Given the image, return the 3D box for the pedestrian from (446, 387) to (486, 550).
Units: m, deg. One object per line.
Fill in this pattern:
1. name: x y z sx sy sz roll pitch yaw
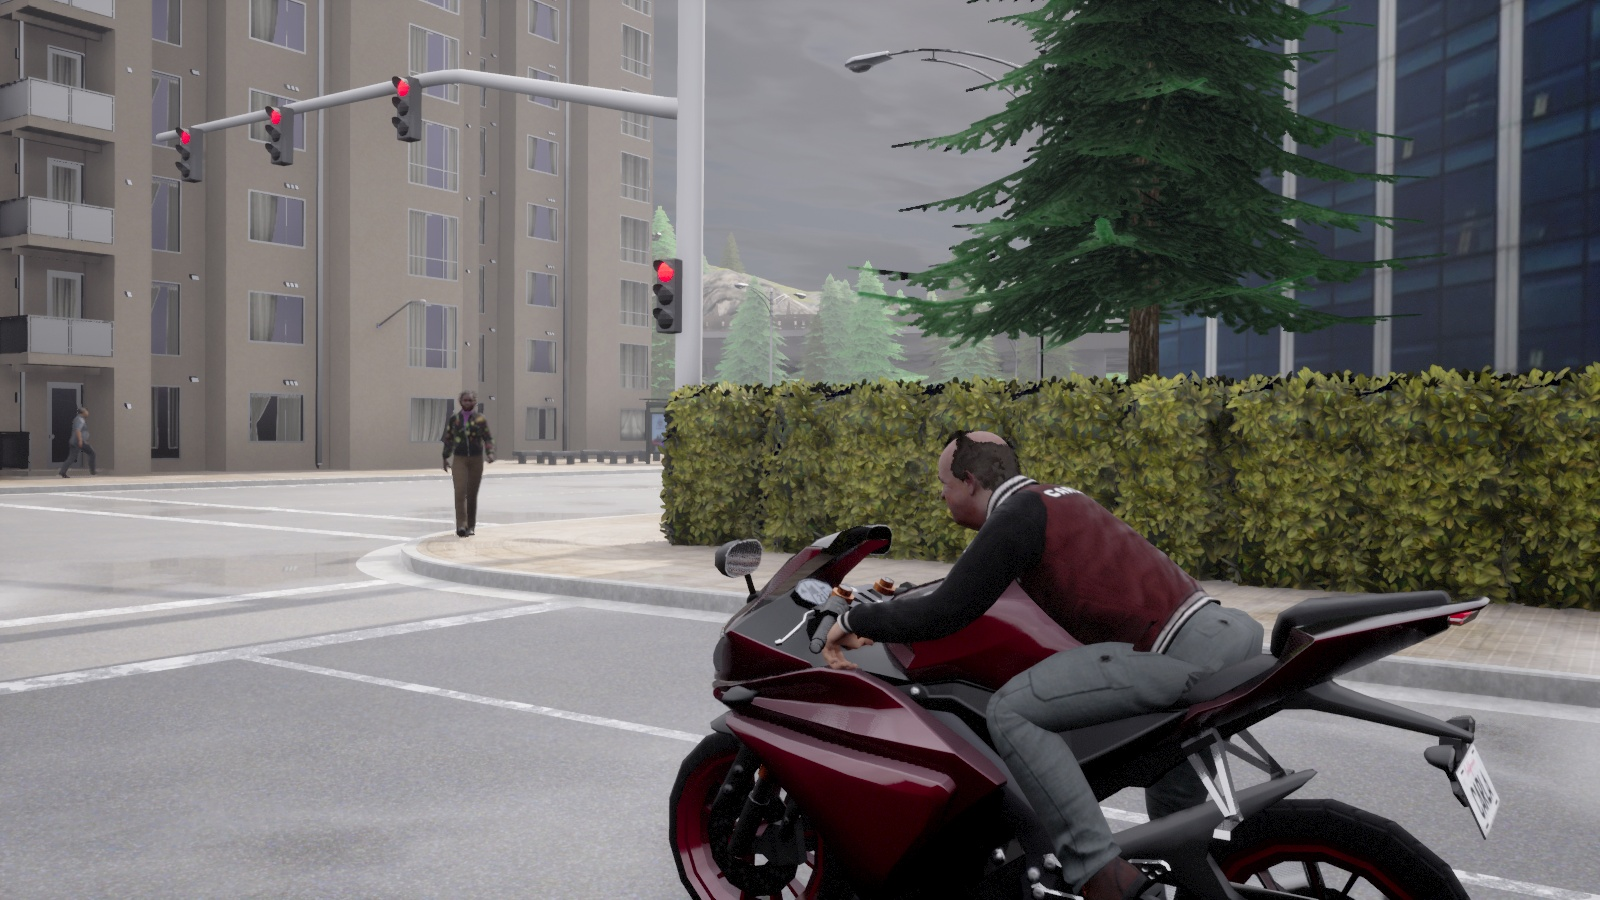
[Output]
1. pedestrian: -4.046 0.213 15.233 0.395 1.930 0.692 -1 1 -11

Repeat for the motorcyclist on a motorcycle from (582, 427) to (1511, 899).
1. motorcyclist on a motorcycle: 0.552 0.717 3.257 2.191 1.530 0.866 0 1 34

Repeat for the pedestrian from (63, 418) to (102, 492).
1. pedestrian: -18.273 0.119 31.965 0.540 1.848 0.694 0 1 41
